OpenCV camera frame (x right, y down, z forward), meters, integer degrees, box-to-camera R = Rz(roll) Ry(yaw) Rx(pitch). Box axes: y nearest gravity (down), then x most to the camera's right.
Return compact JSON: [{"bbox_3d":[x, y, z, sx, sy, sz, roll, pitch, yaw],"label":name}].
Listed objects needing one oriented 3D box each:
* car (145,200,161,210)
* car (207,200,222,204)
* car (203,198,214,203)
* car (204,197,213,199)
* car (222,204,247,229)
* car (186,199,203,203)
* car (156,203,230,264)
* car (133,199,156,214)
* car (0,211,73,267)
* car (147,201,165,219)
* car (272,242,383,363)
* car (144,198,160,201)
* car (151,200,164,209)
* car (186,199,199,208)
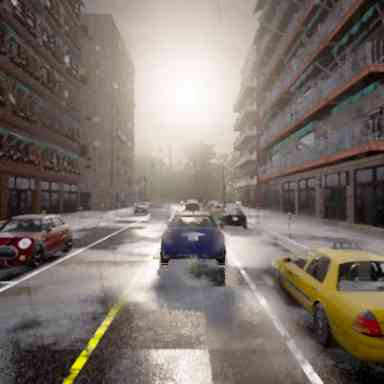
[{"bbox_3d":[-5.821,2.009,50.567,1.947,1.339,4.313,1,-1,0],"label":"car"},{"bbox_3d":[2.830,1.823,34.002,1.752,1.417,4.829,1,-1,0],"label":"car"},{"bbox_3d":[2.828,1.945,44.968,2.008,1.369,4.403,1,-1,0],"label":"car"},{"bbox_3d":[2.828,1.808,56.105,2.192,1.841,5.009,1,-1,0],"label":"car"},{"bbox_3d":[2.766,1.770,23.338,1.947,1.339,4.313,1,-1,0],"label":"car"},{"bbox_3d":[0.090,1.858,43.292,1.882,1.535,5.008,0,-2,0],"label":"car"},{"bbox_3d":[0.027,1.460,12.342,2.097,1.767,4.553,0,0,0],"label":"car"},{"bbox_3d":[-5.819,1.896,39.431,2.008,1.369,4.403,1,-1,0],"label":"car"},{"bbox_3d":[-5.700,1.542,11.592,1.967,1.590,4.097,1,0,0],"label":"car"},{"bbox_3d":[-3.007,1.897,33.037,1.895,1.301,4.718,0,-1,0],"label":"car"},{"bbox_3d":[2.708,1.580,6.163,1.752,1.417,4.829,1,0,0],"label":"car"},{"bbox_3d":[-5.817,1.709,45.001,2.192,1.841,5.009,1,-1,0],"label":"car"},{"bbox_3d":[-5.823,2.075,56.135,1.802,1.307,4.206,1,-1,0],"label":"car"},{"bbox_3d":[0.089,2.007,58.619,2.128,1.511,4.902,0,-1,0],"label":"car"}]
